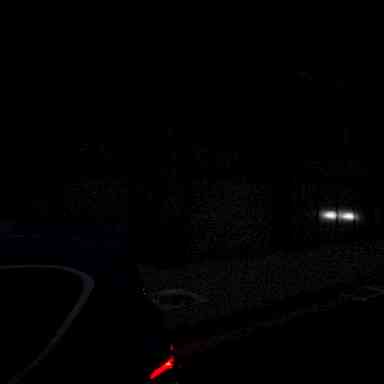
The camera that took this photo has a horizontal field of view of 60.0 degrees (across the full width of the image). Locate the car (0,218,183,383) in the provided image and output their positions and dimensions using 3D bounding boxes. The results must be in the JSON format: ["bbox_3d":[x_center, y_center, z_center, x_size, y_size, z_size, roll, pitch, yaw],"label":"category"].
[{"bbox_3d":[-2.622,1.203,1.202,5.566,2.045,2.150,1,0,-35],"label":"car"}]
